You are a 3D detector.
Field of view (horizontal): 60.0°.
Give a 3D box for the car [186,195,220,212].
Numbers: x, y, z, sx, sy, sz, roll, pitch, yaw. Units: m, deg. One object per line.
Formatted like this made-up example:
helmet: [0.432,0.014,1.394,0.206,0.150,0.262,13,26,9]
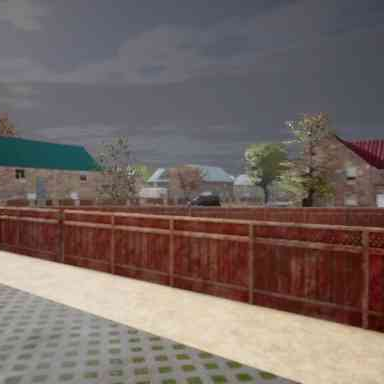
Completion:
car: [1.516,1.461,41.898,2.150,2.045,5.566,1,0,35]
